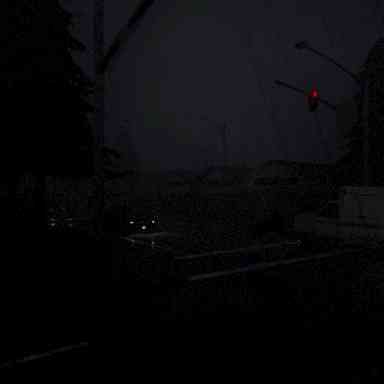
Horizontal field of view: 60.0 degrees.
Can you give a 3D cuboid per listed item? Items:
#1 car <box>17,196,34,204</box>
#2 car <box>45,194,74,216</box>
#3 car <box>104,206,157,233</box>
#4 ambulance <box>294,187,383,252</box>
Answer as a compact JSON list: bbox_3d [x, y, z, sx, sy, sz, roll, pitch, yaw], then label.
[{"bbox_3d":[-24.626,1.367,47.118,4.902,1.511,2.128,1,-1,3],"label":"car"},{"bbox_3d":[-13.683,1.238,33.525,2.150,2.045,5.566,0,0,-36],"label":"car"},{"bbox_3d":[-4.194,1.562,20.366,2.033,1.411,5.357,0,0,-36],"label":"car"},{"bbox_3d":[6.651,1.043,11.502,2.351,2.431,6.366,0,0,-36],"label":"ambulance"}]
